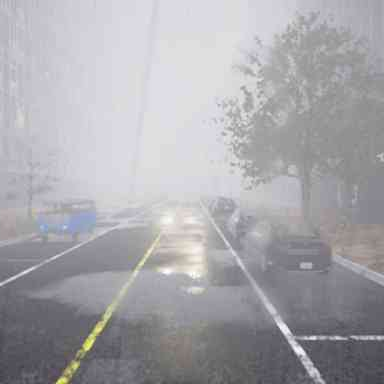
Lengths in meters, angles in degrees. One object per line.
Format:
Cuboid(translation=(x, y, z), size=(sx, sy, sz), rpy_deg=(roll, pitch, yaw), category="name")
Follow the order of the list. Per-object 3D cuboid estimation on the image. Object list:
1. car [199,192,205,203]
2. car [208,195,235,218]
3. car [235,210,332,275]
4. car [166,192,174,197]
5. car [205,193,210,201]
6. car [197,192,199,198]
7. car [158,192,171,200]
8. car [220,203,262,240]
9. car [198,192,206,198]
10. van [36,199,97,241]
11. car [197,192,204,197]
Cuboid(translation=(2.534, 1.049, 55.488), size=(1.887, 1.381, 4.507), rpy_deg=(0, 1, 0), category="car")
Cuboid(translation=(2.616, 1.208, 27.026), size=(1.967, 1.590, 4.097), rpy_deg=(0, 1, 0), category="car")
Cuboid(translation=(2.665, 1.469, 9.950), size=(2.008, 1.369, 4.403), rpy_deg=(0, 0, 0), category="car")
Cuboid(translation=(-5.946, 0.728, 89.624), size=(1.947, 1.339, 4.313), rpy_deg=(0, 1, 0), category="car")
Cuboid(translation=(2.599, 1.157, 32.718), size=(1.967, 1.590, 4.097), rpy_deg=(0, 1, 0), category="car")
Cuboid(translation=(2.484, 0.899, 72.564), size=(1.947, 1.339, 4.313), rpy_deg=(0, 1, 0), category="car")
Cuboid(translation=(-5.880, 0.941, 66.854), size=(1.887, 1.381, 4.507), rpy_deg=(0, 1, 0), category="car")
Cuboid(translation=(2.649, 1.421, 15.642), size=(2.008, 1.369, 4.403), rpy_deg=(0, 1, 0), category="car")
Cuboid(translation=(2.451, 0.782, 83.948), size=(1.947, 1.339, 4.313), rpy_deg=(0, 1, 0), category="car")
Cuboid(translation=(-5.732, 1.216, 15.620), size=(1.690, 1.788, 3.998), rpy_deg=(0, 0, 0), category="van")
Cuboid(translation=(2.418, 0.662, 95.331), size=(1.947, 1.339, 4.313), rpy_deg=(0, 1, 0), category="car")
